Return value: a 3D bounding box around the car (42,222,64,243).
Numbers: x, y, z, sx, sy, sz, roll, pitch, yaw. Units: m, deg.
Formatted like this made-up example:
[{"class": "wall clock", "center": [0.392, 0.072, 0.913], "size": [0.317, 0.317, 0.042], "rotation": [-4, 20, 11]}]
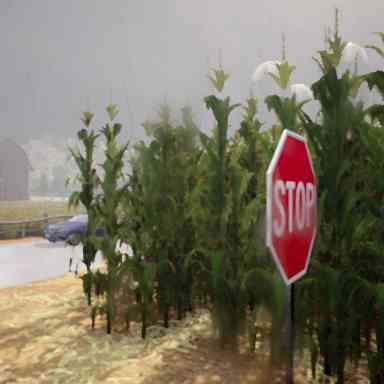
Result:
[{"class": "car", "center": [-5.092, 1.722, 16.796], "size": [1.812, 1.442, 4.674], "rotation": [0, 0, 36]}]
